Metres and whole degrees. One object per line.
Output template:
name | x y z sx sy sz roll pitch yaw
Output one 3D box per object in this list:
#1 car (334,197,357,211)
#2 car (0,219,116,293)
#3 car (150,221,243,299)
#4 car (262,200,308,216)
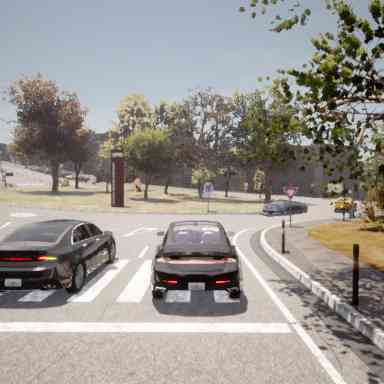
car | 17.141 1.286 37.022 1.882 1.535 5.008 2 2 32
car | -3.370 1.474 8.779 1.837 1.490 4.892 0 0 1
car | 0.097 1.463 8.377 2.128 1.511 4.902 0 0 0
car | 9.139 1.481 32.498 5.357 1.411 2.033 -1 2 -39
